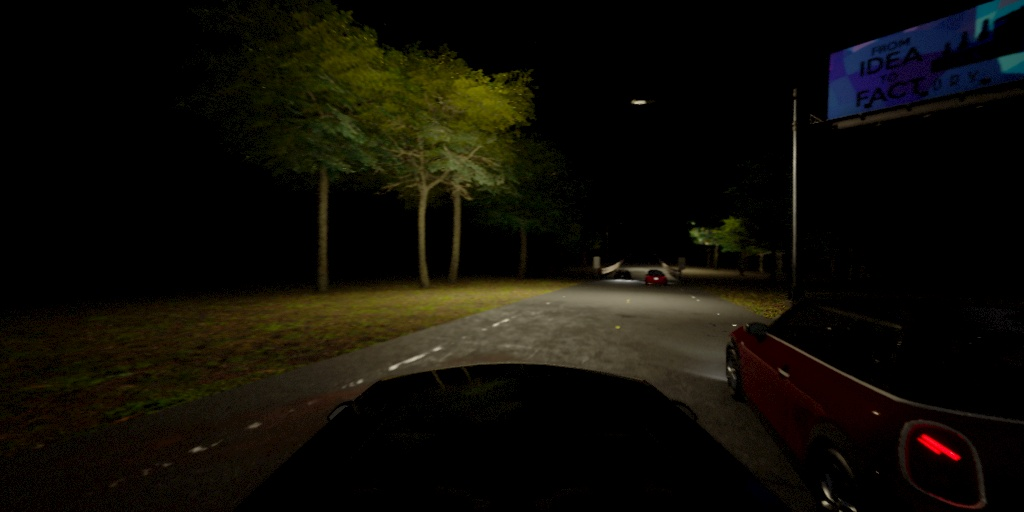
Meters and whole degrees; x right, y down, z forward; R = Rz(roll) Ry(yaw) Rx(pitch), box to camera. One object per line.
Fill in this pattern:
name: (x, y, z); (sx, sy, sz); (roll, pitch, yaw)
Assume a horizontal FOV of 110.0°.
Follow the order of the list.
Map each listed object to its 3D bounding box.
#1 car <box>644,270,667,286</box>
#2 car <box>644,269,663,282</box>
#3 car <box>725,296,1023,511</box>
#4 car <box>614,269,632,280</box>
car: (13.986, 2.108, 34.873); (1.994, 1.385, 4.181); (1, -1, 21)
car: (17.512, 2.367, 44.473); (1.994, 1.385, 4.181); (1, -1, 21)
car: (3.656, 1.169, 3.513); (2.097, 1.767, 4.553); (1, -1, 20)
car: (14.268, 2.343, 45.986); (1.994, 1.385, 4.181); (1, -1, 20)
